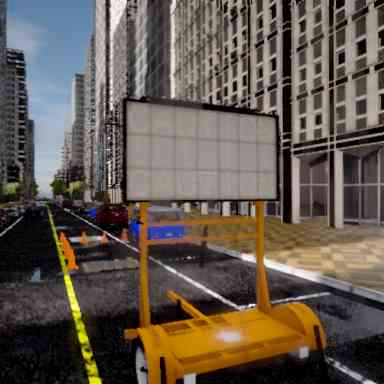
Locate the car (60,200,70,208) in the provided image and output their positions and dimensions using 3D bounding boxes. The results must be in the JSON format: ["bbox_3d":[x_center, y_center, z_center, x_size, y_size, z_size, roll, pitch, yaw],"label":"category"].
[{"bbox_3d":[-27.015,2.585,72.787,2.192,1.841,5.009,-1,-1,-24],"label":"car"}]

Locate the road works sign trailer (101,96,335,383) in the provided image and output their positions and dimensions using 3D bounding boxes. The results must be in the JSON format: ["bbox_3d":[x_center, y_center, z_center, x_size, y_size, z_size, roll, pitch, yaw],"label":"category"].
[{"bbox_3d":[0.135,0.540,4.838,2.380,3.560,2.880,0,-1,-24],"label":"road works sign trailer"}]

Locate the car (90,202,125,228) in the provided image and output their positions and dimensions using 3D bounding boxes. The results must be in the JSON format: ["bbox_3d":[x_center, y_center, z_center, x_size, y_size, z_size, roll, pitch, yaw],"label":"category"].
[{"bbox_3d":[-6.324,1.753,26.013,2.192,1.841,5.009,-1,-1,-24],"label":"car"}]

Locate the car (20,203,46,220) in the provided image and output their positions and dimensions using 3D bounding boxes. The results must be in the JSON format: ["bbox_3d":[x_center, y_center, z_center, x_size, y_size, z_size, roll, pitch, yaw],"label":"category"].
[{"bbox_3d":[-16.989,2.211,35.862,1.994,1.385,4.181,0,-1,-24],"label":"car"}]

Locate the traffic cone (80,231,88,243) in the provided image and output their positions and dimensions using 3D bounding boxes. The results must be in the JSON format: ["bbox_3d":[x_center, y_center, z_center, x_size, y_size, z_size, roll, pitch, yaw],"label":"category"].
[{"bbox_3d":[-5.374,2.242,16.559,0.340,0.580,0.340,0,-1,-24],"label":"traffic cone"}]

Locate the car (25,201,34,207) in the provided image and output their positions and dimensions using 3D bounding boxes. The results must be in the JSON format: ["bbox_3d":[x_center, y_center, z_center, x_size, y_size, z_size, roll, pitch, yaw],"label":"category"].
[{"bbox_3d":[-41.573,3.100,84.986,1.947,1.339,4.313,0,-1,-24],"label":"car"}]

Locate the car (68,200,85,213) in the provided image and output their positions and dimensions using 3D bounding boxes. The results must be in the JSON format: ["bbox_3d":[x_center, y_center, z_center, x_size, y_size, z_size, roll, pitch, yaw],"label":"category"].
[{"bbox_3d":[-17.815,2.451,51.996,2.008,1.369,4.403,-1,-1,-24],"label":"car"}]

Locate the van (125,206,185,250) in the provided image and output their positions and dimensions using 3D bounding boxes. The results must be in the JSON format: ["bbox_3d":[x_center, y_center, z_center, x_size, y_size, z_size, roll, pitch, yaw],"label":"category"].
[{"bbox_3d":[-1.725,1.594,15.619,1.690,1.788,3.998,-1,-1,-24],"label":"van"}]

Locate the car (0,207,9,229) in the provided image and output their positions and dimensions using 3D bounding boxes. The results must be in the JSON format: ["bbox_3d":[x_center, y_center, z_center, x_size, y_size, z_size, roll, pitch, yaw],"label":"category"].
[{"bbox_3d":[-13.985,1.977,22.620,2.008,1.369,4.403,0,-1,-24],"label":"car"}]

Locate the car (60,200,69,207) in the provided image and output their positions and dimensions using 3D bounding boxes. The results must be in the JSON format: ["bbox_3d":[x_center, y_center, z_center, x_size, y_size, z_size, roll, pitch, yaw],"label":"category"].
[{"bbox_3d":[-33.910,2.985,88.377,1.967,1.590,4.097,-1,-1,-24],"label":"car"}]

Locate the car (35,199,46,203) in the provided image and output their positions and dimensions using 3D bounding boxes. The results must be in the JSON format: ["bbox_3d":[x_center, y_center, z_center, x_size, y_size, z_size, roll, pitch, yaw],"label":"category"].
[{"bbox_3d":[-34.960,2.605,76.706,2.150,2.045,5.566,0,-1,-24],"label":"car"}]

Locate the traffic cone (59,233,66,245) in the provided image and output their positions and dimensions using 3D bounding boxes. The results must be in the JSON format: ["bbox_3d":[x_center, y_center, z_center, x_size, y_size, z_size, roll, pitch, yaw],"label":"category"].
[{"bbox_3d":[-5.480,2.208,14.326,0.340,0.580,0.340,0,-1,-24],"label":"traffic cone"}]

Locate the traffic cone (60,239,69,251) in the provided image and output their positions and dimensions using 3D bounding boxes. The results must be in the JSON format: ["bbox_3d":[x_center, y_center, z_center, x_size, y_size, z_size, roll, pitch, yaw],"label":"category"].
[{"bbox_3d":[-4.671,2.176,12.497,0.340,0.580,0.340,0,-1,-24],"label":"traffic cone"}]

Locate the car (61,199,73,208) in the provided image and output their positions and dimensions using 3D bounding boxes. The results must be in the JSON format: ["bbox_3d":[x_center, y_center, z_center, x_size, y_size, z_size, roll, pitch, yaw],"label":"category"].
[{"bbox_3d":[-29.314,2.677,77.985,2.192,1.841,5.009,-1,-1,-24],"label":"car"}]

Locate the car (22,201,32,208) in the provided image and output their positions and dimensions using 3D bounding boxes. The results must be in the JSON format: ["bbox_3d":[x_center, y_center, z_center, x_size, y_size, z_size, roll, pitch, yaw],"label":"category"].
[{"bbox_3d":[-36.906,2.873,74.437,1.752,1.417,4.829,0,-1,-24],"label":"car"}]

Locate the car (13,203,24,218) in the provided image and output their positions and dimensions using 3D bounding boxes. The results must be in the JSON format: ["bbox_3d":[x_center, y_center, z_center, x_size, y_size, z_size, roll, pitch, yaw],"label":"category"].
[{"bbox_3d":[-20.882,2.255,38.212,2.008,1.369,4.403,0,-1,-24],"label":"car"}]

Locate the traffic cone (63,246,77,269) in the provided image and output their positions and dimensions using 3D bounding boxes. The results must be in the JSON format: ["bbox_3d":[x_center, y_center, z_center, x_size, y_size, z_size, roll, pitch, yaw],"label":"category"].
[{"bbox_3d":[-3.862,2.143,10.669,0.340,0.580,0.340,0,-1,-24],"label":"traffic cone"}]

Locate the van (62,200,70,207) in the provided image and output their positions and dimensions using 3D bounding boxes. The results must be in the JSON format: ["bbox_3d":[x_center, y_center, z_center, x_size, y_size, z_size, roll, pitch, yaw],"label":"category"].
[{"bbox_3d":[-31.612,2.795,83.181,1.690,1.788,3.998,-1,-1,-24],"label":"van"}]

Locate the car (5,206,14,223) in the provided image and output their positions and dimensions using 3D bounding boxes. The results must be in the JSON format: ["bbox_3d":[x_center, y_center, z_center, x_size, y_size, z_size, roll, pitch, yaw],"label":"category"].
[{"bbox_3d":[-16.283,2.101,27.817,1.802,1.307,4.206,0,-1,-24],"label":"car"}]
